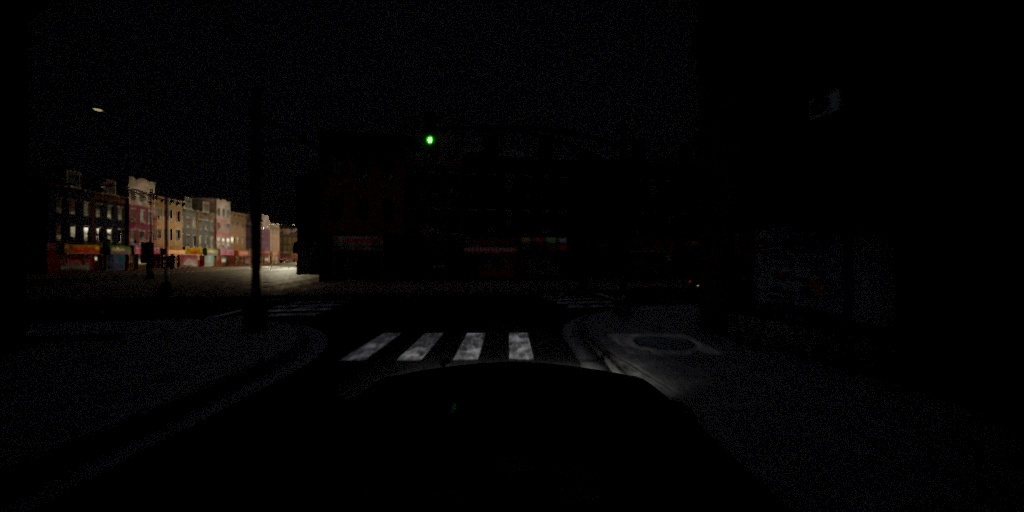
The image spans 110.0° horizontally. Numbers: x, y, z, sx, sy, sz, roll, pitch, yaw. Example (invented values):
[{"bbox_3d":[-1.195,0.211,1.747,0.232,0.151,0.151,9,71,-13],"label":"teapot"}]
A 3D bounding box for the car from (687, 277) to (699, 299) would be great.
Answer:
[{"bbox_3d":[10.068,1.268,15.935,4.181,1.385,1.994,0,0,-10],"label":"car"}]
